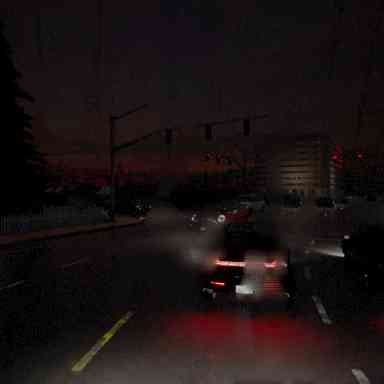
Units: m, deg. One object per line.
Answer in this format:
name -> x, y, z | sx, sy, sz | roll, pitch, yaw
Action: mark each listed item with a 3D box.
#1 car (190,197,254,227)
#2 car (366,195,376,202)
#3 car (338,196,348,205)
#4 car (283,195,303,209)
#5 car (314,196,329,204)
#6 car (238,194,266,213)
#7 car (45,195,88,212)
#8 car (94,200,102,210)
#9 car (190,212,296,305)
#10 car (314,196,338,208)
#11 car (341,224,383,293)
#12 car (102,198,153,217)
car -> 1.685, 1.354, 18.929 | 2.097, 1.767, 4.553 | 0, 0, 28
car -> 42.671, 1.525, 79.280 | 2.128, 1.511, 4.902 | 0, 0, 32
car -> 27.182, 1.492, 60.790 | 2.128, 1.511, 4.902 | 0, 0, 32
car -> 14.067, 1.504, 46.258 | 1.837, 1.490, 4.892 | 0, 0, 32
car -> 24.607, 1.525, 63.259 | 1.812, 1.442, 4.674 | 0, 0, 32
car -> 5.382, 1.262, 32.083 | 2.150, 2.045, 5.566 | 0, 0, 32
car -> -14.117, 1.277, 37.047 | 5.566, 2.045, 2.150 | 0, 0, 32
car -> -9.084, 1.547, 38.037 | 4.902, 1.511, 2.128 | 0, 0, 32
car -> 1.428, 1.492, 8.181 | 2.128, 1.511, 4.902 | 0, 0, 12
car -> 19.188, 1.547, 47.899 | 2.033, 1.411, 5.357 | 0, 0, 32
car -> 5.180, 1.547, 8.554 | 2.033, 1.411, 5.357 | 0, 0, 16
car -> -5.986, 1.407, 31.975 | 4.553, 1.767, 2.097 | 0, 0, 32
